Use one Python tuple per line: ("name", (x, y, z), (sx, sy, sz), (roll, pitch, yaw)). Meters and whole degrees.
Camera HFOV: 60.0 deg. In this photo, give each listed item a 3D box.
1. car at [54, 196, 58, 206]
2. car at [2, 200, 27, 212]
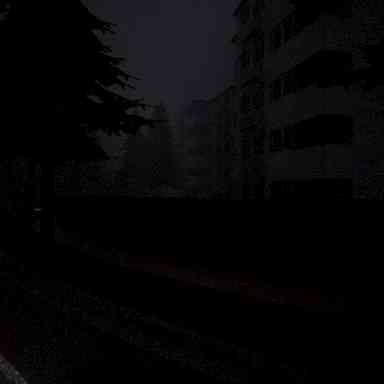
("car", (-19.098, 1.346, 49.146), (2.097, 1.767, 4.553), (0, 0, 16))
("car", (-20.130, 1.559, 38.793), (1.994, 1.385, 4.181), (0, 0, 2))
